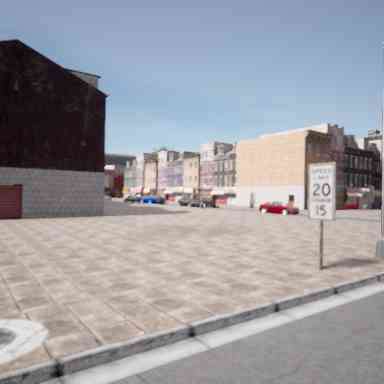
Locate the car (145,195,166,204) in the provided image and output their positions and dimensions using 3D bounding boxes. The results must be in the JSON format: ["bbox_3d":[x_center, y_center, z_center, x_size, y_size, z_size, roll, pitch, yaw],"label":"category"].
[{"bbox_3d":[-6.794,1.401,61.456,1.837,1.490,4.892,1,0,-35],"label":"car"}]

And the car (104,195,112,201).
[{"bbox_3d":[-19.517,1.263,74.900,2.008,1.369,4.403,2,-1,-35],"label":"car"}]

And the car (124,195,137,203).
[{"bbox_3d":[-11.034,1.333,62.218,1.812,1.442,4.674,1,0,-35],"label":"car"}]

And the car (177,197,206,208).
[{"bbox_3d":[-0.494,1.526,47.981,1.947,1.339,4.313,2,-1,-35],"label":"car"}]

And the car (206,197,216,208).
[{"bbox_3d":[1.616,1.523,49.561,1.837,1.490,4.892,1,0,-35],"label":"car"}]

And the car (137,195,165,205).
[{"bbox_3d":[-6.985,1.339,56.506,1.882,1.535,5.008,1,0,-35],"label":"car"}]

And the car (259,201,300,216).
[{"bbox_3d":[9.017,1.662,34.522,1.887,1.381,4.507,2,-1,-35],"label":"car"}]
